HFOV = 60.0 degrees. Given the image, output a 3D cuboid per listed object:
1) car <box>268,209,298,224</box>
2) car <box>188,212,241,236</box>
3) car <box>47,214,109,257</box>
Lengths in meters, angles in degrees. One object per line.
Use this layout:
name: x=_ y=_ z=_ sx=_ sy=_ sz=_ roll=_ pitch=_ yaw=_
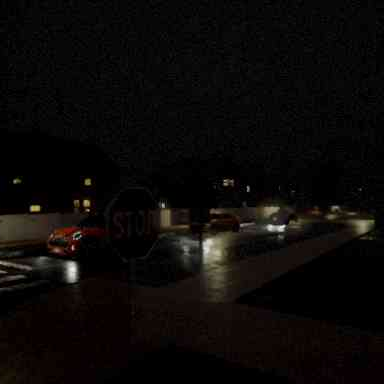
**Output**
car: x=9.576 y=2.527 z=34.728 sx=2.128 sy=1.511 sz=4.902 roll=-1 pitch=-2 yaw=35
car: x=1.672 y=2.165 z=23.529 sx=1.882 sy=1.535 sz=5.008 roll=-1 pitch=-2 yaw=35
car: x=-4.164 y=1.790 z=15.146 sx=2.097 sy=1.767 sz=4.553 roll=-1 pitch=-2 yaw=33
